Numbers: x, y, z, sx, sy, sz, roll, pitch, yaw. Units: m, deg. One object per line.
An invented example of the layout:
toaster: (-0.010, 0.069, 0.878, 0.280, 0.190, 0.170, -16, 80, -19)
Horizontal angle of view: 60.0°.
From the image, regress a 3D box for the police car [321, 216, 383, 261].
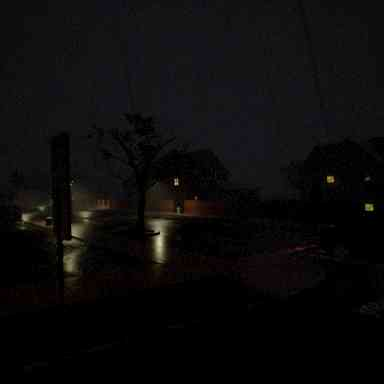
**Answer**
police car: (6.809, 1.498, 10.755, 1.930, 1.638, 5.238, -2, -1, -36)
